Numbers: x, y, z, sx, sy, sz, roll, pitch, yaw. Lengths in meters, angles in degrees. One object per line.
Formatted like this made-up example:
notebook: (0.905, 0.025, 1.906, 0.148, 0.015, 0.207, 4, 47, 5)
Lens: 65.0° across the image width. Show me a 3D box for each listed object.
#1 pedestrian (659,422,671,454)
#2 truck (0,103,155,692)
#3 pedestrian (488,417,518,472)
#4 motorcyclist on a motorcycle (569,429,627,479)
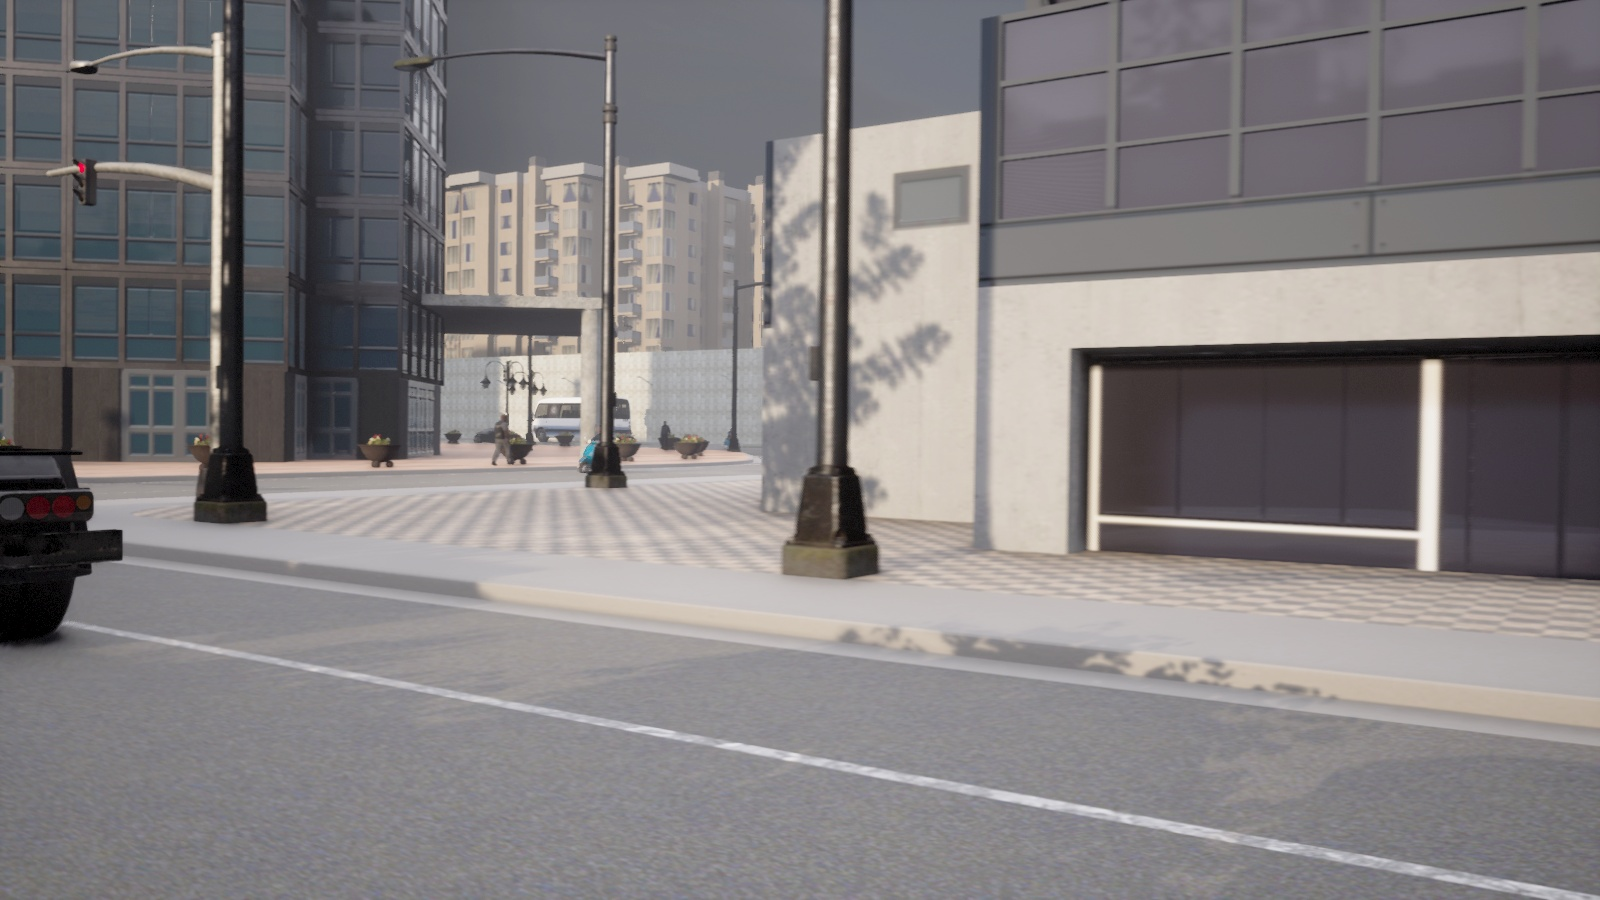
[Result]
pedestrian: (-8.119, -0.736, 75.543, 0.423, 1.949, 0.788, 0, 1, 16)
truck: (-8.307, -0.299, 9.125, 7.936, 3.462, 2.891, 0, 1, 34)
pedestrian: (-10.300, -0.195, 43.557, 0.563, 1.883, 0.849, 1, 1, 41)
motorcyclist on a motorcycle: (-6.632, 0.112, 41.353, 0.866, 1.590, 1.817, 0, 1, 34)
